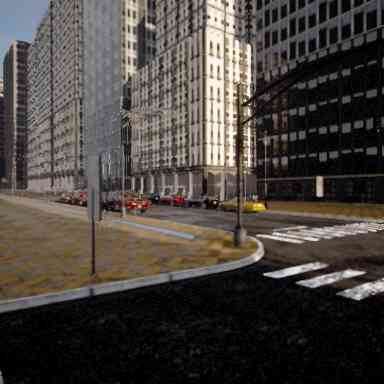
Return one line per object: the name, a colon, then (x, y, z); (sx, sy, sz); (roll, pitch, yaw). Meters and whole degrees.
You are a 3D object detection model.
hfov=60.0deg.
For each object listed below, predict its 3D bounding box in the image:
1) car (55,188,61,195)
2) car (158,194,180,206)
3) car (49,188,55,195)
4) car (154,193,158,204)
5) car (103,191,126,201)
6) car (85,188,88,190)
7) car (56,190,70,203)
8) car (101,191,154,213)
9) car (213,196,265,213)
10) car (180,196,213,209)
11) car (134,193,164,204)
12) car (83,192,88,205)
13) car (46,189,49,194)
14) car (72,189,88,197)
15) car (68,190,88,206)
car: (-28.803, 0.060, 74.895); (1.887, 1.381, 4.507); (1, 1, -36)
car: (-2.286, 0.930, 38.591); (1.802, 1.307, 4.206); (1, 1, -36)
car: (-32.116, -0.148, 79.432); (1.967, 1.590, 4.097); (1, 1, -36)
car: (-5.804, 0.894, 33.574); (1.882, 1.535, 5.008); (0, 1, -36)
car: (-12.230, 0.600, 52.205); (1.947, 1.339, 4.313); (1, 1, -36)
car: (-18.854, 0.141, 61.279); (2.192, 1.841, 5.009); (1, 1, -36)
car: (-15.676, 0.767, 42.716); (1.802, 1.307, 4.206); (1, 0, -36)
car: (-5.728, 0.814, 29.102); (2.192, 1.841, 5.009); (1, 0, -36)
car: (4.313, 1.079, 29.707); (1.752, 1.417, 4.829); (1, 1, -36)
car: (1.029, 1.019, 34.053); (1.947, 1.339, 4.313); (1, 1, -36)
car: (-5.601, 0.809, 43.129); (1.947, 1.339, 4.313); (1, 1, -36)
car: (-9.047, 0.960, 33.642); (1.947, 1.339, 4.313); (1, 0, -36)
car: (-35.430, -0.252, 83.970); (1.967, 1.590, 4.097); (1, 1, -36)
car: (-22.274, 0.244, 65.956); (1.752, 1.417, 4.829); (1, 1, -36)
car: (-12.361, 0.834, 38.178); (1.887, 1.381, 4.507); (1, 0, -36)
